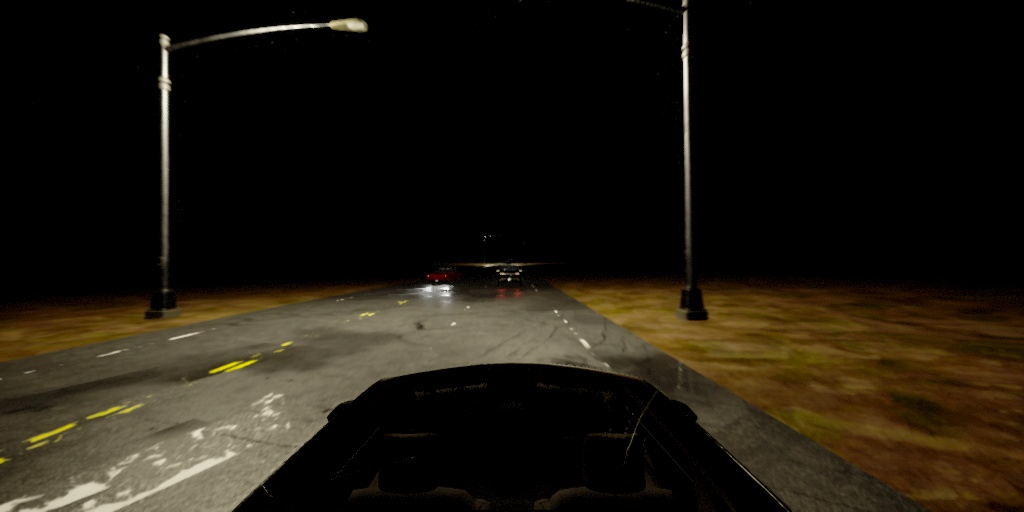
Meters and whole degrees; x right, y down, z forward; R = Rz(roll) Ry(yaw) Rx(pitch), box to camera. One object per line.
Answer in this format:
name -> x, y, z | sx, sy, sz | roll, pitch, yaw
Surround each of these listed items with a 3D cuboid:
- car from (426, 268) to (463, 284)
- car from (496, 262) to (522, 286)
car -> -5.721, 1.681, 30.679 | 1.895, 1.301, 4.718 | -1, 0, 7
car -> -0.206, 1.509, 28.261 | 2.128, 1.511, 4.902 | 0, 0, 0
